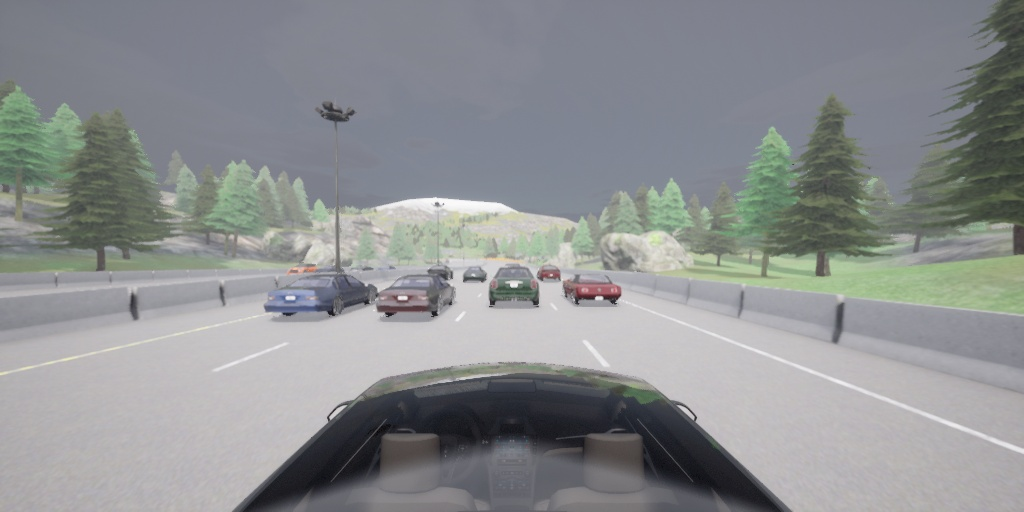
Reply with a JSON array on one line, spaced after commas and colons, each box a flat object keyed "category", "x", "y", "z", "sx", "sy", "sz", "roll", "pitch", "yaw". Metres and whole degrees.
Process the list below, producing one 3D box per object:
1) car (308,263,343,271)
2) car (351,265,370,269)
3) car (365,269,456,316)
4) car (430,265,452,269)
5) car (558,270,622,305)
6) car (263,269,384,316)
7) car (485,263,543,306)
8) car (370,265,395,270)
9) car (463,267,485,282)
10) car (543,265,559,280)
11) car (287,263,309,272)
[{"category": "car", "x": -24.637, "y": 1.972, "z": 48.368, "sx": 2.033, "sy": 1.411, "sz": 5.357, "roll": 0, "pitch": -1, "yaw": 0}, {"category": "car", "x": -21.135, "y": 1.961, "z": 50.248, "sx": 2.128, "sy": 1.511, "sz": 4.902, "roll": 0, "pitch": -1, "yaw": 0}, {"category": "car", "x": -3.413, "y": 1.387, "z": 13.681, "sx": 2.033, "sy": 1.411, "sz": 5.357, "roll": 0, "pitch": -1, "yaw": 0}, {"category": "car", "x": -6.940, "y": 1.619, "z": 34.993, "sx": 1.882, "sy": 1.535, "sz": 5.008, "roll": 0, "pitch": -1, "yaw": 0}, {"category": "car", "x": 3.582, "y": 1.475, "z": 16.973, "sx": 1.895, "sy": 1.301, "sz": 4.718, "roll": 0, "pitch": -1, "yaw": 0}, {"category": "car", "x": -6.914, "y": 1.387, "z": 13.692, "sx": 2.033, "sy": 1.411, "sz": 5.357, "roll": 0, "pitch": -1, "yaw": 0}, {"category": "car", "x": 0.083, "y": 1.221, "z": 16.517, "sx": 2.097, "sy": 1.767, "sz": 4.553, "roll": 0, "pitch": -1, "yaw": 0}, {"category": "car", "x": -17.637, "y": 1.989, "z": 50.044, "sx": 1.812, "sy": 1.442, "sz": 4.674, "roll": 0, "pitch": -2, "yaw": 0}, {"category": "car", "x": -3.439, "y": 1.684, "z": 33.850, "sx": 1.994, "sy": 1.385, "sz": 4.181, "roll": 0, "pitch": -1, "yaw": 0}, {"category": "car", "x": 3.560, "y": 1.618, "z": 35.001, "sx": 1.882, "sy": 1.535, "sz": 5.008, "roll": 0, "pitch": -1, "yaw": 0}, {"category": "car", "x": -28.132, "y": 1.777, "z": 48.401, "sx": 2.097, "sy": 1.767, "sz": 4.553, "roll": 0, "pitch": -1, "yaw": 0}]
